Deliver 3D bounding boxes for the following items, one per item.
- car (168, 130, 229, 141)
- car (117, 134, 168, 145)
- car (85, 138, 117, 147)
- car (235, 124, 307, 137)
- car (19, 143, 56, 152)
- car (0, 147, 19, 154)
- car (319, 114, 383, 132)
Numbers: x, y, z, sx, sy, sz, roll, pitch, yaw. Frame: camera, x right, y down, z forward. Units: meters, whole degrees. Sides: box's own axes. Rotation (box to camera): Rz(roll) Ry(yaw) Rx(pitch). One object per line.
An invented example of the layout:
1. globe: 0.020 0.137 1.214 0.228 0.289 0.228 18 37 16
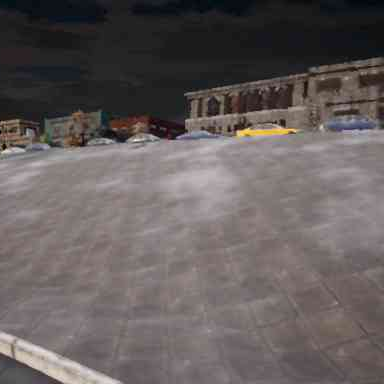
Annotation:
1. car: 0.802 -4.106 26.190 4.674 1.452 2.002 2 1 33
2. car: -3.835 -4.316 29.230 4.892 1.521 2.231 2 1 34
3. car: -8.391 -4.467 32.342 4.892 1.521 2.231 2 1 34
4. car: 5.505 -3.971 23.248 5.008 1.535 2.097 2 1 32
5. car: -17.412 -4.869 38.522 4.553 1.767 2.185 2 1 34
6. car: -21.945 -4.840 41.629 4.674 1.452 2.002 2 1 34
7. car: 10.251 -3.923 20.419 4.553 1.767 2.185 2 1 31
